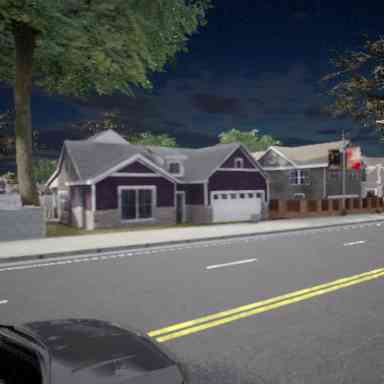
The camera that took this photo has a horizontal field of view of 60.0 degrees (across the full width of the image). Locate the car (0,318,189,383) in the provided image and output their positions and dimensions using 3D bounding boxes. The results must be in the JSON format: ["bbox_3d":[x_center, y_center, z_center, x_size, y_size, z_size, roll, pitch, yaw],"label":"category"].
[{"bbox_3d":[-2.211,1.505,1.861,4.892,1.490,1.837,0,0,-36],"label":"car"}]
